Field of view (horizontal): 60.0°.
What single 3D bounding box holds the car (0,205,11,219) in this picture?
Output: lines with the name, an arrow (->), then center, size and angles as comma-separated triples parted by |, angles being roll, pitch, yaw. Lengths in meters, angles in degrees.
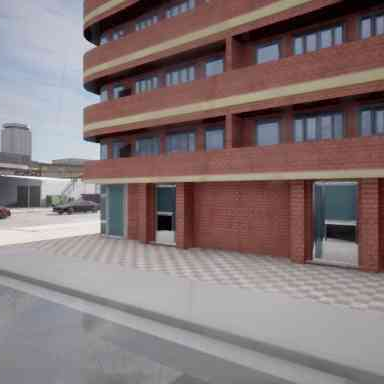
car -> -17.040, 1.564, 26.903 | 1.994, 1.385, 4.181 | 0, 0, 34

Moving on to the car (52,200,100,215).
car -> -11.730, 1.547, 34.630 | 2.033, 1.411, 5.357 | 0, 0, 34
